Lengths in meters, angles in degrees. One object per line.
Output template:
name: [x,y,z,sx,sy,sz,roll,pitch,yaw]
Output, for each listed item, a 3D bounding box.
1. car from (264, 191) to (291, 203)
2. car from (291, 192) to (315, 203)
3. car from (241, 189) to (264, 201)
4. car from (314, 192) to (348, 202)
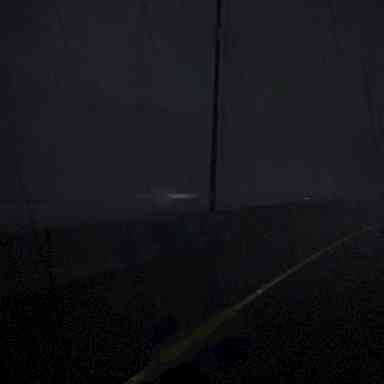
car: [11.939,0.592,43.746,4.674,1.442,1.812,0,2,-43]
car: [14.840,0.729,41.681,4.892,1.490,1.837,1,2,-43]
car: [8.725,0.402,45.493,4.902,1.511,2.128,0,2,-44]
car: [16.387,0.899,38.328,4.674,1.442,1.812,0,2,-43]
